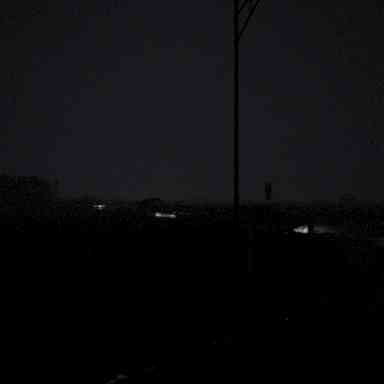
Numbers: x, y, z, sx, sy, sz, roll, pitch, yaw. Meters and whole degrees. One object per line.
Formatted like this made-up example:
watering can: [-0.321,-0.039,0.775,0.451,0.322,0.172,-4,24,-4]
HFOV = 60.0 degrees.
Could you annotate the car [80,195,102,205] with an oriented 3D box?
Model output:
car: [-16.241,1.459,54.021,1.895,1.301,4.718,-1,0,-35]

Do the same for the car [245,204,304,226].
car: [5.620,1.519,23.071,1.994,1.385,4.181,-1,0,-33]

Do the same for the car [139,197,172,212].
car: [-4.065,1.381,36.804,1.882,1.535,5.008,-1,0,-35]

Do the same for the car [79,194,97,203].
car: [-20.991,1.291,66.894,2.128,1.511,4.902,-1,1,-36]
